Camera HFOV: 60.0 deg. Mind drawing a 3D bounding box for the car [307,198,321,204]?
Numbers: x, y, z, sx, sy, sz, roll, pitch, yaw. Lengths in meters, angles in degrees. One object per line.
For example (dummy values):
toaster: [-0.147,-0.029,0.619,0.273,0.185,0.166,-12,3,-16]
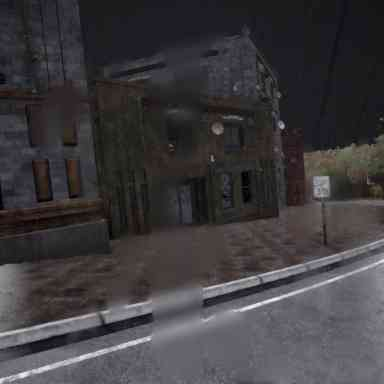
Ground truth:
car: [26.365,1.921,72.608,1.994,1.385,4.181,-6,-2,-9]
